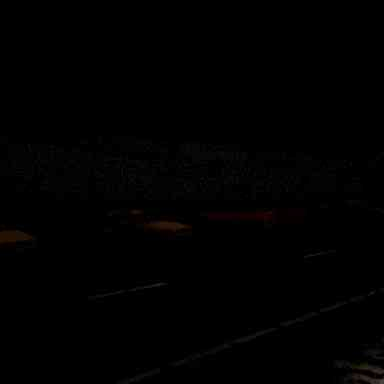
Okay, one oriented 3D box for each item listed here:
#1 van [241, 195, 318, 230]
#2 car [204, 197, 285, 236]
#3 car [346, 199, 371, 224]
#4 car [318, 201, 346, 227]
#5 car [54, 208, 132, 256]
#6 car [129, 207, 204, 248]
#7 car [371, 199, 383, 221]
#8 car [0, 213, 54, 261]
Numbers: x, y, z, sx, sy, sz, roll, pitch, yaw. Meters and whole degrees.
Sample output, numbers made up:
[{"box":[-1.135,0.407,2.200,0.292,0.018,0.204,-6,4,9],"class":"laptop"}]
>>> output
[{"box":[4.878,1.180,19.972,4.442,1.987,1.878,-1,-1,35],"class":"van"},{"box":[2.369,1.302,18.279,4.553,1.767,2.185,-1,0,34],"class":"car"},{"box":[9.611,1.380,23.508,4.792,1.488,2.163,-1,0,35],"class":"car"},{"box":[7.210,1.419,21.757,4.674,1.452,2.002,-1,0,35],"class":"car"},{"box":[-4.966,1.507,13.115,4.792,1.488,2.163,-1,0,34],"class":"car"},{"box":[-2.357,1.457,14.729,5.366,1.575,1.946,-1,-1,35],"class":"car"},{"box":[12.225,1.304,25.128,5.366,1.575,1.946,-1,-1,34],"class":"car"},{"box":[-7.216,1.485,11.266,5.366,1.575,1.946,-1,-1,35],"class":"car"}]
